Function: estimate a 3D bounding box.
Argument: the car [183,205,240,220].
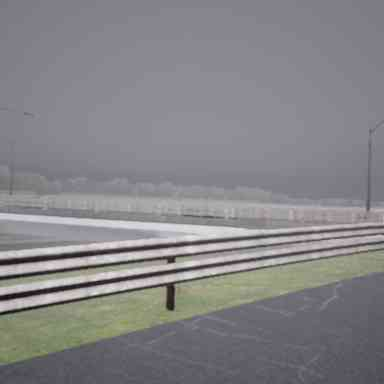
[{"bbox_3d":[1.678,1.796,27.727,4.718,1.301,1.895,2,-1,12],"label":"car"}]

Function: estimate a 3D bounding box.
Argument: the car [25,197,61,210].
[{"bbox_3d":[-17.178,1.269,38.199,4.674,1.442,1.812,1,-2,25],"label":"car"}]
